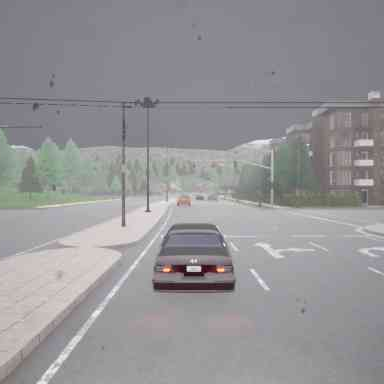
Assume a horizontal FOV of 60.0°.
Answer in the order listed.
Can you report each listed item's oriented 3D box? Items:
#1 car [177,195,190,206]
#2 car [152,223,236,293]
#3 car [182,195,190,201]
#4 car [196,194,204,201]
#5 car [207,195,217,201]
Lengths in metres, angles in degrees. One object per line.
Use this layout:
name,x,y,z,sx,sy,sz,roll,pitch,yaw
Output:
car,-1.338,1.352,54.745,2.097,1.767,4.553,0,0,-1
car,0.045,1.547,9.000,2.033,1.411,5.357,0,0,0
car,-1.490,1.523,85.570,1.812,1.442,4.674,0,0,0
car,2.010,1.477,85.608,1.882,1.535,5.008,0,0,0
car,5.510,1.539,85.614,2.033,1.411,5.357,0,0,0
